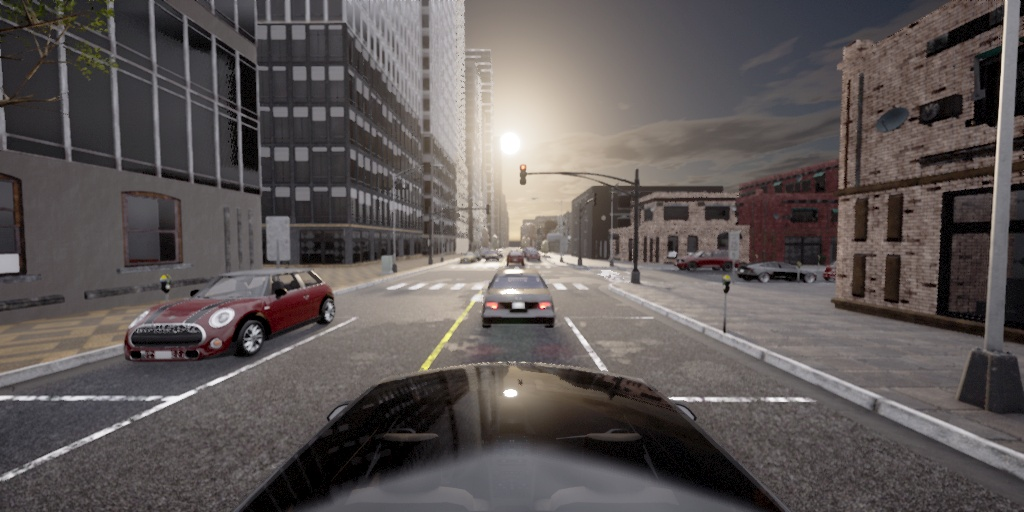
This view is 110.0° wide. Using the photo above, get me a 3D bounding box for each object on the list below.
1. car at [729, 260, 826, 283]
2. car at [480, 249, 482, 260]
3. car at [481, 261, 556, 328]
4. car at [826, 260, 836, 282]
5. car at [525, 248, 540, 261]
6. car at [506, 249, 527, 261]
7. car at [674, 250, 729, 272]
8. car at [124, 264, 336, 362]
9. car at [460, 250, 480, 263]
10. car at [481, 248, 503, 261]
[{"bbox_3d":[16.549,0.986,22.556,4.313,1.339,1.948,0,0,1],"label":"car"},{"bbox_3d":[-5.327,-0.007,51.403,1.948,1.339,4.313,0,0,0],"label":"car"},{"bbox_3d":[0.157,1.065,10.373,2.033,1.411,5.357,0,2,0],"label":"car"},{"bbox_3d":[22.096,0.913,22.449,4.097,1.591,1.967,0,0,1],"label":"car"},{"bbox_3d":[3.020,-0.134,51.293,1.967,1.591,4.097,0,0,0],"label":"car"},{"bbox_3d":[0.359,0.191,40.531,1.882,1.535,5.008,0,2,0],"label":"car"},{"bbox_3d":[16.712,0.383,30.927,5.009,1.841,2.192,0,0,1],"label":"car"},{"bbox_3d":[-5.653,1.029,7.829,1.967,1.591,4.097,0,0,0],"label":"car"},{"bbox_3d":[-5.537,0.103,45.593,1.751,1.417,4.829,0,0,0],"label":"car"},{"bbox_3d":[-2.752,-0.010,50.753,2.033,1.411,5.357,0,2,1],"label":"car"}]
